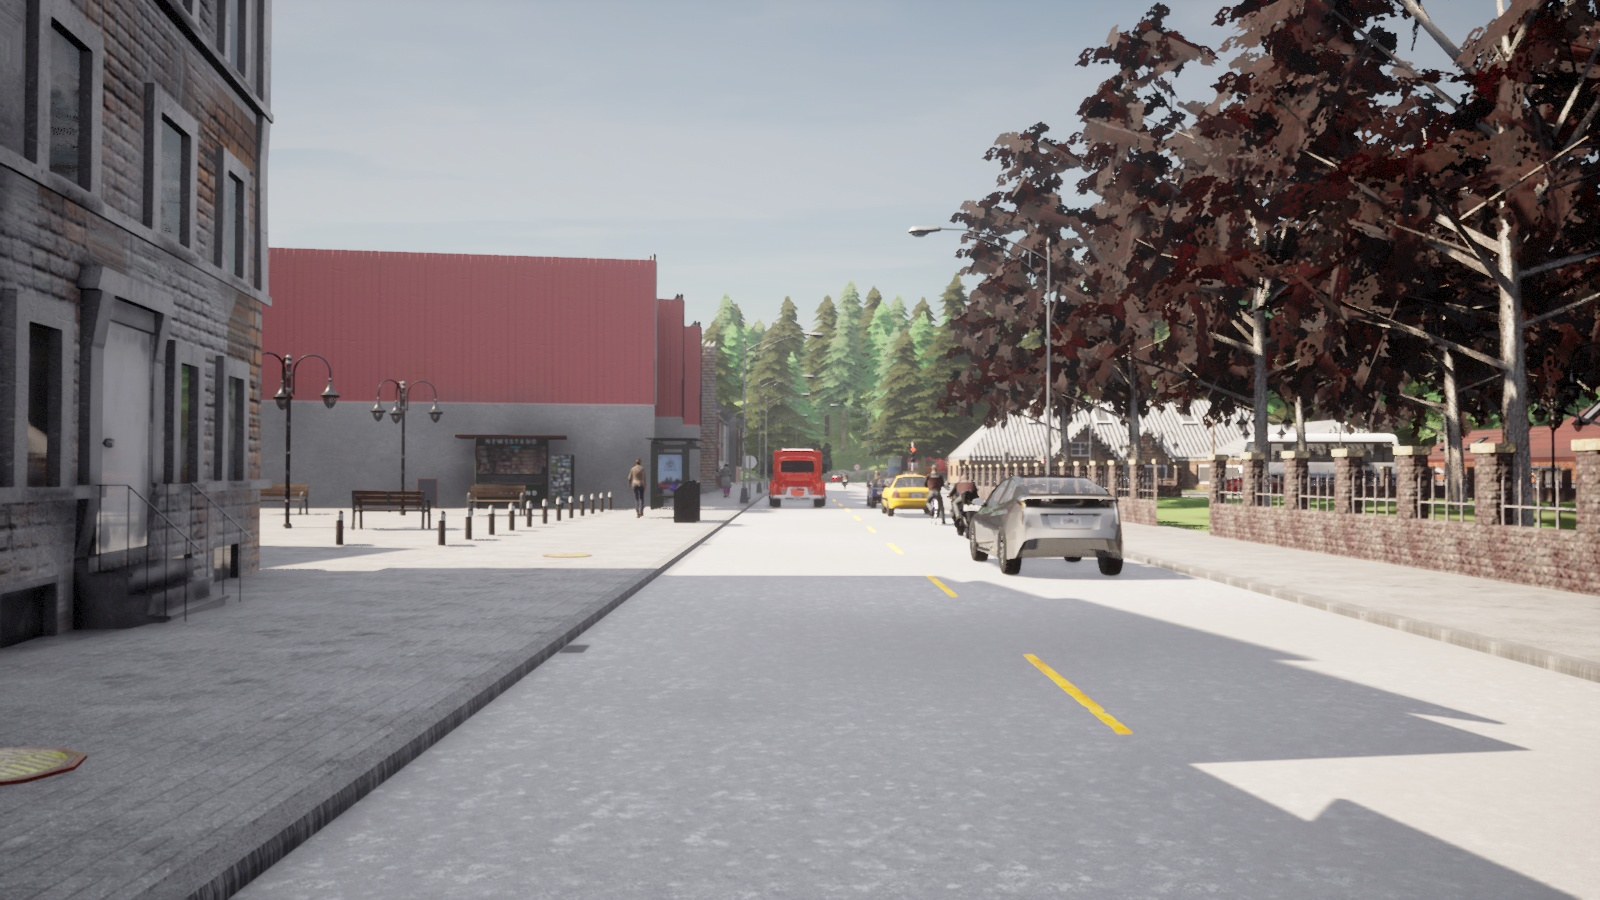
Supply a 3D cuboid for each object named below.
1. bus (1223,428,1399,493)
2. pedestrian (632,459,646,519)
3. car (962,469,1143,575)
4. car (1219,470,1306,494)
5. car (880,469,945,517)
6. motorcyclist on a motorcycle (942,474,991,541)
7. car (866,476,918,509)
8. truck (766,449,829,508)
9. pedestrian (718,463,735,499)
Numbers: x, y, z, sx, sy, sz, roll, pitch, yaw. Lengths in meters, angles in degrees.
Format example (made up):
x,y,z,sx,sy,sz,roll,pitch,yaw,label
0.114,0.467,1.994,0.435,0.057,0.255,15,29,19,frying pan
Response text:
x,y,z,sx,sy,sz,roll,pitch,yaw,label
34.553,0.716,85.292,10.273,4.253,3.944,0,-1,2,bus
-4.891,1.179,38.251,0.328,1.805,0.869,0,-1,-1,pedestrian
3.947,1.085,20.422,2.007,1.525,4.514,0,-1,0,car
29.843,2.042,81.134,4.792,1.488,2.163,0,-1,-2,car
3.914,1.474,44.346,1.801,1.575,5.366,0,-1,0,car
3.932,1.329,29.847,0.866,1.530,2.191,0,-1,0,motorcyclist on a motorcycle
3.904,1.795,53.969,1.895,1.301,4.718,0,-1,0,car
-0.101,1.243,55.102,2.627,2.467,5.204,0,-1,0,truck
-3.959,1.662,67.907,0.659,1.952,0.873,-1,-1,18,pedestrian
